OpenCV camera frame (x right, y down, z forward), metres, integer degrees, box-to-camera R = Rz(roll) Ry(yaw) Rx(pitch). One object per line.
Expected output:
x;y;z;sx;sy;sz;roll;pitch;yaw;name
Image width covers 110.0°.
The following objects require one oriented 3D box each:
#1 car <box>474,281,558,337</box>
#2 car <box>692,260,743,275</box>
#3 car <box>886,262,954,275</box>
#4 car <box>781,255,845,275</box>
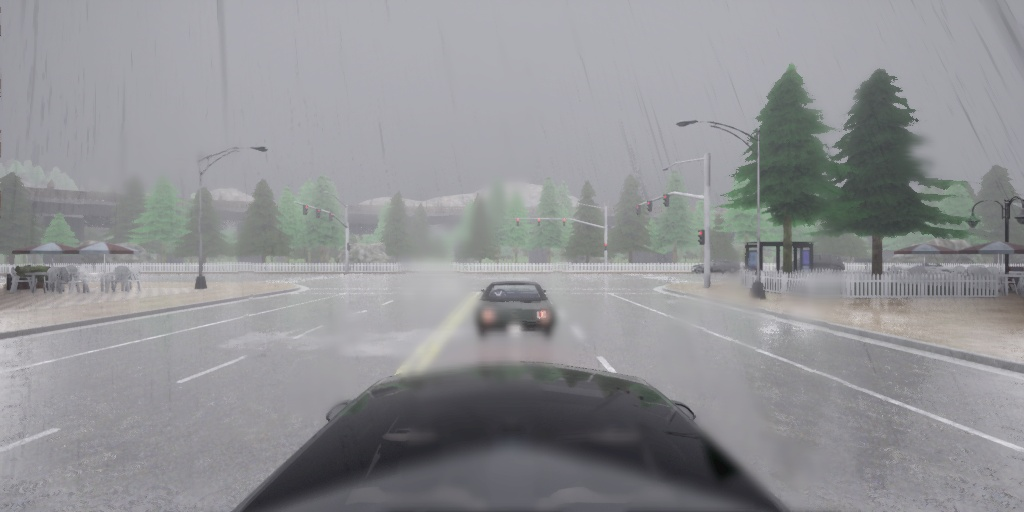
0.074;1.351;10.216;1.895;1.301;4.718;0;0;0;car
21.489;1.186;37.649;4.902;1.511;2.128;0;0;0;car
41.808;1.295;36.746;4.718;1.301;1.895;0;0;10;car
31.523;0.916;37.585;5.566;2.045;2.150;0;0;1;car
